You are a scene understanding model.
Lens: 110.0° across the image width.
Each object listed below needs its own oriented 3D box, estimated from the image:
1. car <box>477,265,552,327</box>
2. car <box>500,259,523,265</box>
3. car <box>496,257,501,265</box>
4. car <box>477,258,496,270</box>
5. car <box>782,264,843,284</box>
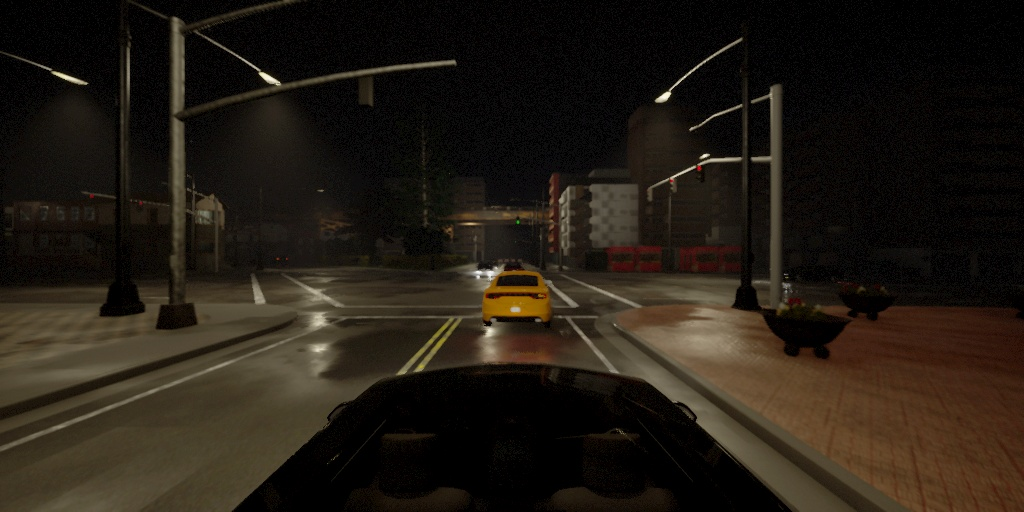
[{"bbox_3d":[0.271,1.211,11.569,1.882,1.535,5.008,0,0,4],"label":"car"},{"bbox_3d":[0.132,1.257,34.261,1.994,1.385,4.181,0,0,0],"label":"car"},{"bbox_3d":[-3.467,1.108,63.965,1.837,1.490,4.892,0,0,1],"label":"car"},{"bbox_3d":[-3.542,1.243,47.569,1.895,1.301,4.718,0,0,0],"label":"car"},{"bbox_3d":[24.135,1.432,29.331,4.892,1.490,1.837,1,0,0],"label":"car"}]
